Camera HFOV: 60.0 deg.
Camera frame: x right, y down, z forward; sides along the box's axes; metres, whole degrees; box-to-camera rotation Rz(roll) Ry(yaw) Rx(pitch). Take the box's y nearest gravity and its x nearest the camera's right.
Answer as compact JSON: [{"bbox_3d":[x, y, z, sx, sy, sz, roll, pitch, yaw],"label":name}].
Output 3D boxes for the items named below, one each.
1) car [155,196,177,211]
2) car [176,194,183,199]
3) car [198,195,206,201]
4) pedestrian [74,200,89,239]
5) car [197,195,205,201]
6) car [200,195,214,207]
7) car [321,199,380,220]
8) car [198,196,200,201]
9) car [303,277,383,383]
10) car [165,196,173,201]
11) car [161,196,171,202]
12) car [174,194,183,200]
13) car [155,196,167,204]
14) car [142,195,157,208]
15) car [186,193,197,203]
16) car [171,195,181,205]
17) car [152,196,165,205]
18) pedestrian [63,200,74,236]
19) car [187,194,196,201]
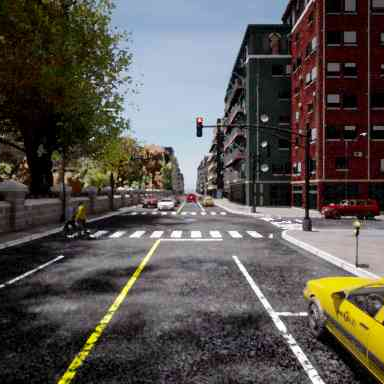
[{"bbox_3d":[-3.156,1.532,41.199,1.812,1.442,4.674,0,0,-1],"label":"car"},{"bbox_3d":[-3.196,1.497,61.899,1.882,1.535,5.008,0,0,1],"label":"car"},{"bbox_3d":[2.504,1.586,85.856,1.887,1.381,4.507,0,0,0],"label":"car"},{"bbox_3d":[-5.172,1.294,15.633,0.375,1.860,0.375,0,0,0],"label":"pedestrian"},{"bbox_3d":[2.492,1.592,91.391,1.887,1.381,4.507,0,0,0],"label":"car"},{"bbox_3d":[2.574,1.538,52.815,1.752,1.417,4.829,0,0,0],"label":"car"},{"bbox_3d":[14.550,1.591,30.562,5.009,1.841,2.192,1,-1,0],"label":"car"},{"bbox_3d":[2.563,1.562,58.180,1.887,1.381,4.507,0,0,0],"label":"car"},{"bbox_3d":[2.680,1.525,3.714,1.752,1.417,4.829,0,0,0],"label":"car"},{"bbox_3d":[-5.876,1.623,85.838,1.802,1.307,4.206,0,0,0],"label":"car"},{"bbox_3d":[-5.852,1.613,74.767,1.802,1.307,4.206,0,0,0],"label":"car"},{"bbox_3d":[-3.164,1.172,77.005,1.812,1.442,4.674,0,0,0],"label":"car"},{"bbox_3d":[-5.829,1.566,63.697,1.887,1.381,4.507,0,0,0],"label":"car"},{"bbox_3d":[-5.794,1.324,47.091,2.192,1.841,5.009,0,0,0],"label":"car"},{"bbox_3d":[-0.153,1.245,72.450,2.150,2.045,5.566,0,0,0],"label":"car"},{"bbox_3d":[-3.202,1.558,50.834,2.033,1.411,5.357,0,0,0],"label":"car"},{"bbox_3d":[-5.818,1.457,58.162,1.967,1.590,4.097,0,0,0],"label":"car"},{"bbox_3d":[-5.955,1.294,16.311,0.375,1.860,0.375,0,0,0],"label":"pedestrian"},{"bbox_3d":[-0.176,1.306,82.811,2.097,1.767,4.553,0,0,0],"label":"car"}]
